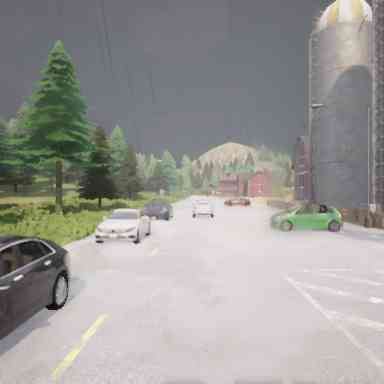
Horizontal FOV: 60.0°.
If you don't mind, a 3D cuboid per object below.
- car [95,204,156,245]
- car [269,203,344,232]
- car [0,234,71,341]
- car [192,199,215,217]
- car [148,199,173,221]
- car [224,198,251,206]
[{"bbox_3d":[-3.112,1.525,15.819,1.812,1.442,4.674,0,0,2],"label":"car"},{"bbox_3d":[6.620,1.483,19.563,3.988,1.617,1.851,0,0,1],"label":"car"},{"bbox_3d":[-3.483,1.504,5.094,1.837,1.490,4.892,0,0,2],"label":"car"},{"bbox_3d":[1.034,1.526,31.005,1.812,1.442,4.674,0,0,2],"label":"car"},{"bbox_3d":[-2.770,1.352,27.005,2.097,1.767,4.553,0,0,2],"label":"car"},{"bbox_3d":[7.173,1.550,52.570,4.181,1.381,1.994,0,0,1],"label":"car"}]
